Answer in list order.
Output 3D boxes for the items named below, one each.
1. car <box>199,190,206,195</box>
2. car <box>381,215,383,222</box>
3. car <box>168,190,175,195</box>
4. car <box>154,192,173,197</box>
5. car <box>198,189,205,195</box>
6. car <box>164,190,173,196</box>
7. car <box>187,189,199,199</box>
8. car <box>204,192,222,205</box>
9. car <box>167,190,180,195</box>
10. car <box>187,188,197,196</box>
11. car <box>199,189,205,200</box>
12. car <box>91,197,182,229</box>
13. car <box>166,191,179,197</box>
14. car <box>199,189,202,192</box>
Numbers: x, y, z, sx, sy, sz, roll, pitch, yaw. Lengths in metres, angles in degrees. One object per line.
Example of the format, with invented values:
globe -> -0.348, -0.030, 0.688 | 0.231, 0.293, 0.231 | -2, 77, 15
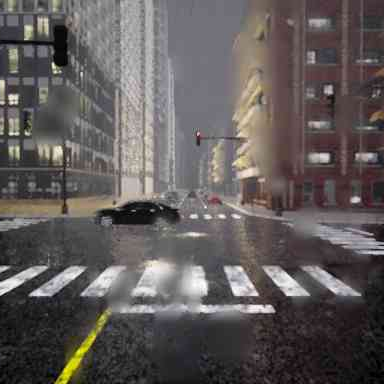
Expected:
car -> 2.678, 0.197, 87.550 | 1.802, 1.307, 4.206 | 0, 1, 0
car -> 14.640, 1.488, 21.072 | 4.829, 1.417, 1.752 | 1, 0, -1
car -> -5.703, 0.074, 93.196 | 1.887, 1.381, 4.507 | 0, 1, 0
car -> -3.123, 1.012, 33.014 | 2.033, 1.411, 5.357 | 0, 1, -4
car -> 2.678, -0.031, 93.196 | 1.967, 1.590, 4.097 | 0, 1, 0
car -> -5.701, 0.252, 81.900 | 2.008, 1.369, 4.403 | 0, 1, 0
car -> -0.008, 0.514, 63.341 | 1.812, 1.442, 4.674 | 0, 1, 0
car -> 2.736, 0.924, 40.747 | 1.802, 1.307, 4.206 | 0, 1, 0
car -> -3.062, 0.648, 53.445 | 1.837, 1.490, 4.892 | 0, 1, 0
car -> -0.009, 0.021, 73.308 | 2.097, 1.767, 4.553 | 0, 1, 0
car -> 2.683, 0.690, 53.662 | 2.008, 1.369, 4.403 | 0, 1, 0
car -> -3.023, 1.180, 18.306 | 4.892, 1.490, 1.837 | 1, 1, -1
car -> -3.089, 0.870, 43.032 | 1.994, 1.385, 4.181 | 0, 1, 1
car -> 2.683, 0.602, 59.310 | 2.008, 1.369, 4.403 | 0, 1, 0
